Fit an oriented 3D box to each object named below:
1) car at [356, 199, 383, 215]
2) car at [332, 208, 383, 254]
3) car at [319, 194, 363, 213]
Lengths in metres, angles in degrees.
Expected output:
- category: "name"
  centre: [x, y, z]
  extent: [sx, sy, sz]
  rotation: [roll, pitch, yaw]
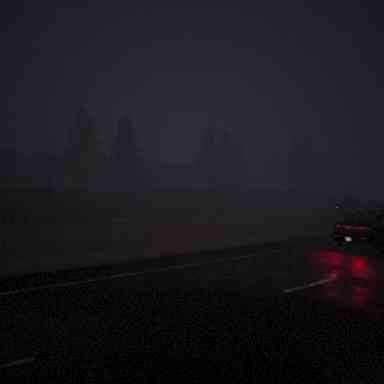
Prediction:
- category: "car"
  centre: [19.340, 1.556, 35.158]
  extent: [4.674, 1.442, 1.812]
  rotation: [0, 0, -38]
- category: "car"
  centre: [7.703, 1.504, 13.571]
  extent: [4.902, 1.511, 2.128]
  rotation: [0, 0, -35]
- category: "car"
  centre: [16.857, 1.253, 37.623]
  extent: [5.566, 2.045, 2.150]
  rotation: [0, 0, -38]
